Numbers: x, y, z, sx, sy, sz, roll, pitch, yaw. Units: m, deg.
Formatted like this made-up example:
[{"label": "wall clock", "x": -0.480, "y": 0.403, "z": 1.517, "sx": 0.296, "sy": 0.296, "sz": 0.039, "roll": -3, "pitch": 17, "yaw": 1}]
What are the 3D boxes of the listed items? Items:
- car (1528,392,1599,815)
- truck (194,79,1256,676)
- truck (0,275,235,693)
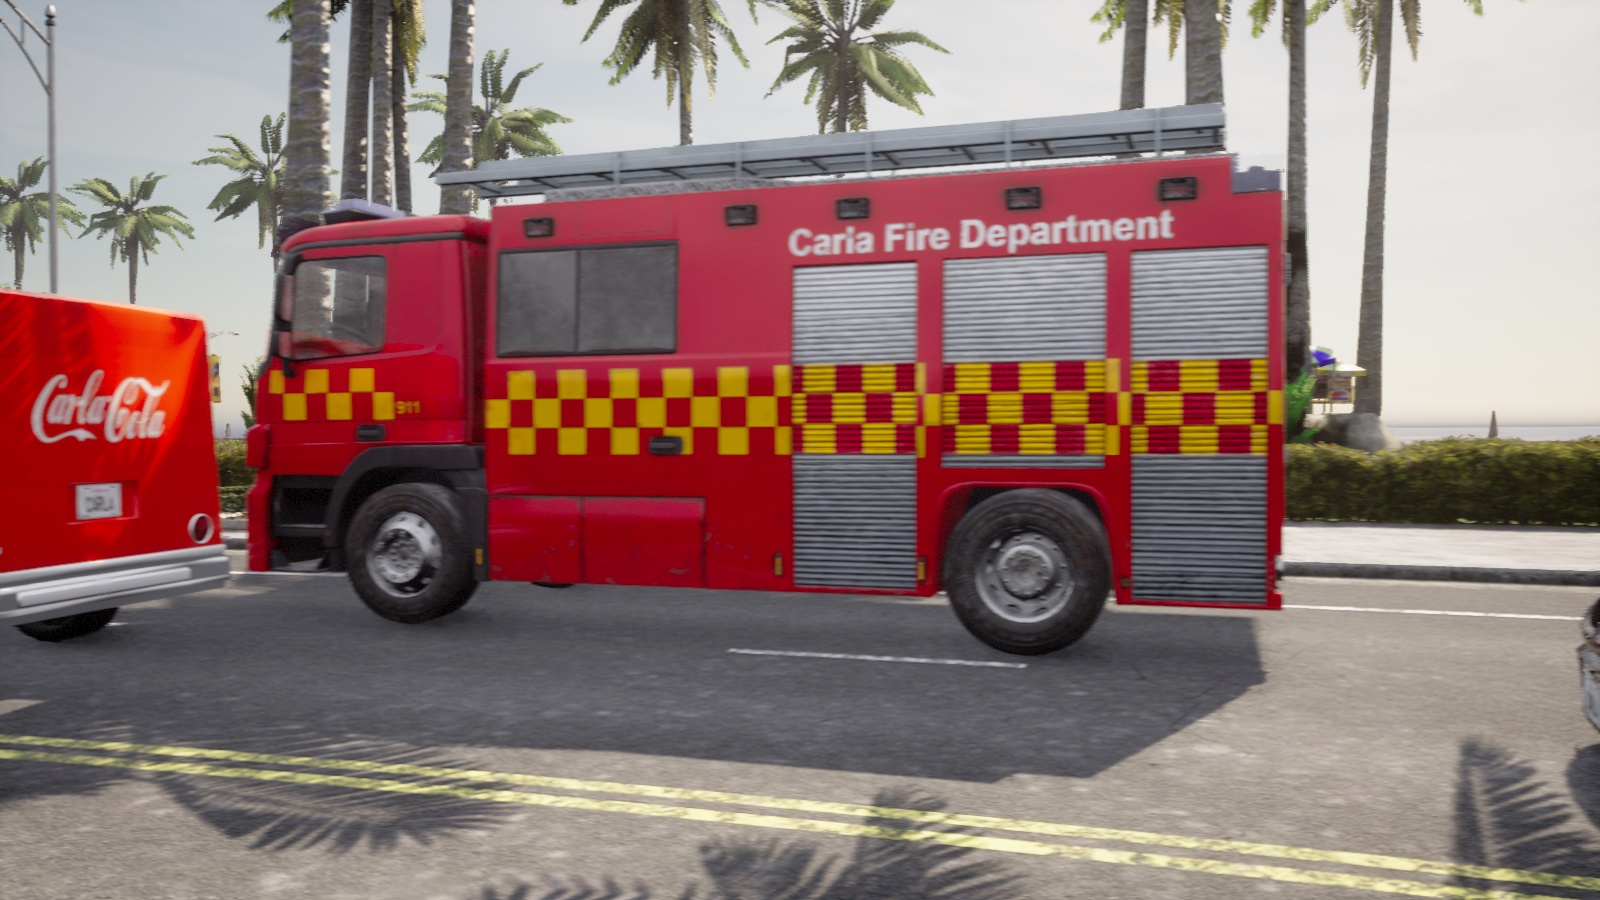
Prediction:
[{"label": "car", "x": 5.629, "y": 0.613, "z": 4.856, "sx": 4.611, "sy": 1.667, "sz": 2.242, "roll": 1, "pitch": 1, "yaw": 23}, {"label": "truck", "x": -0.672, "y": -0.515, "z": 10.746, "sx": 8.468, "sy": 3.827, "sz": 2.891, "roll": 1, "pitch": 1, "yaw": 18}, {"label": "truck", "x": -7.086, "y": 0.172, "z": 8.747, "sx": 5.204, "sy": 2.467, "sz": 2.627, "roll": 0, "pitch": 1, "yaw": 13}]
